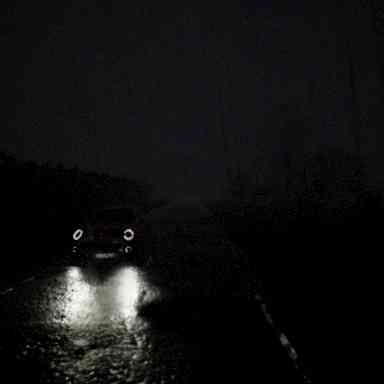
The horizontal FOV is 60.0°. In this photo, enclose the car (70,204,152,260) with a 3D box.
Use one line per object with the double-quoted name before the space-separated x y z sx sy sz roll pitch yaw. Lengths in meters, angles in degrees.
"car" -2.739 1.301 12.149 2.097 1.767 4.553 0 0 0
